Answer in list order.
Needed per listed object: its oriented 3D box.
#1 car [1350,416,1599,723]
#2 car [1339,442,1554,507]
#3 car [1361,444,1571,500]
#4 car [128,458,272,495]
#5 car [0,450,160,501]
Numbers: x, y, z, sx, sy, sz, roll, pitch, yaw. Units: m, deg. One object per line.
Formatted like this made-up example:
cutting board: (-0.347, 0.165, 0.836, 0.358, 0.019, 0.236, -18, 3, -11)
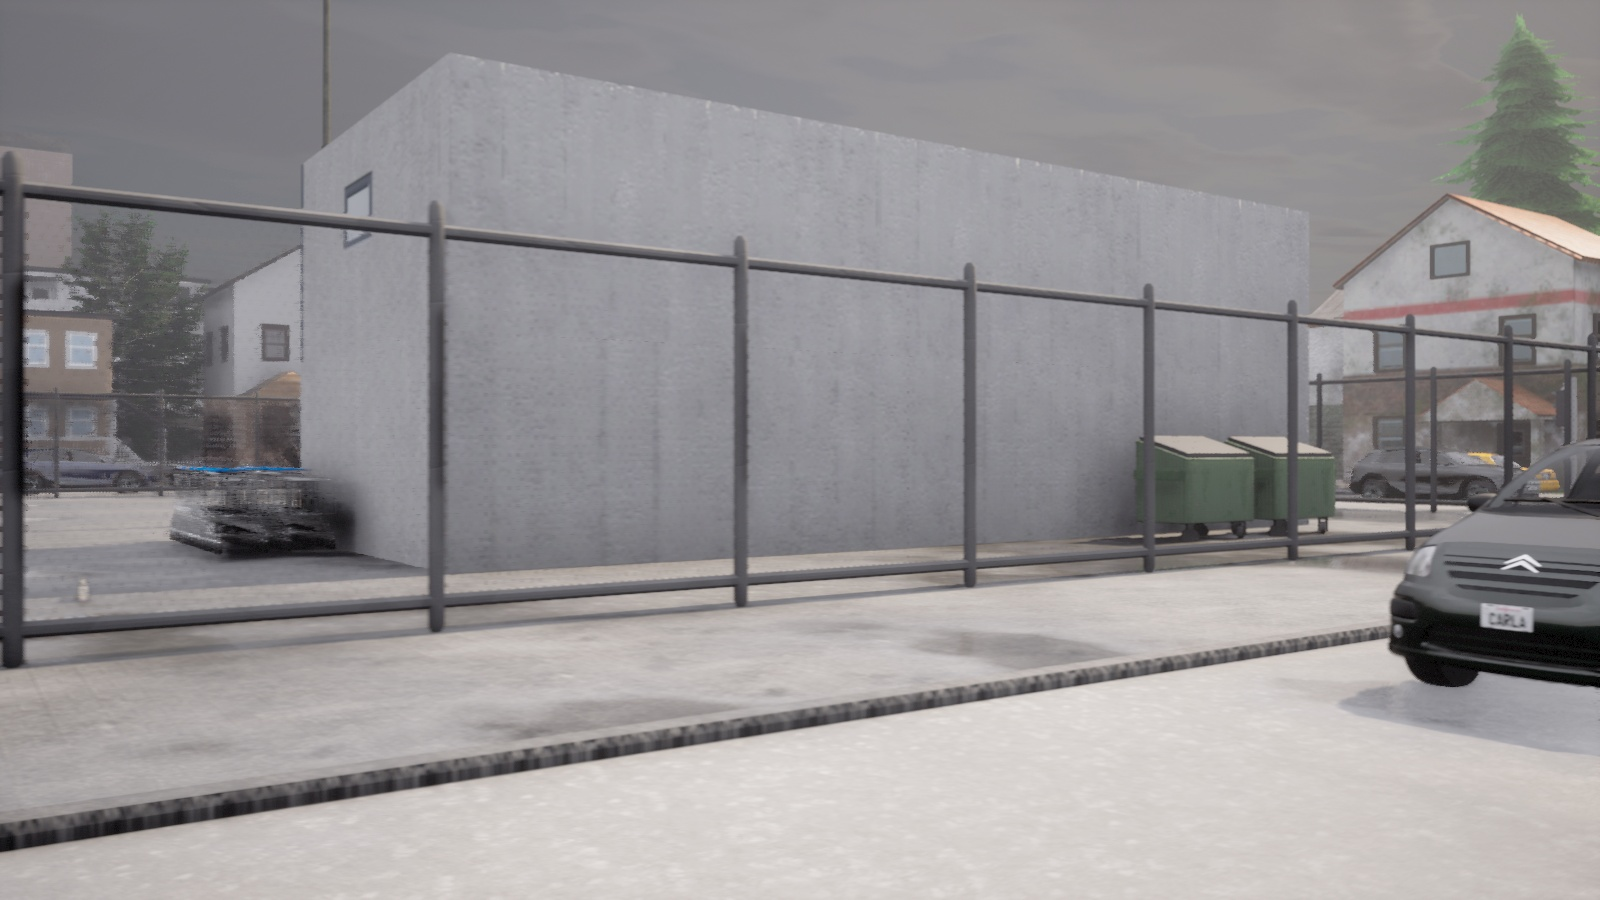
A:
car: (5.572, 0.628, 8.155, 3.988, 1.617, 1.851, 0, 0, -35)
car: (17.617, 0.633, 34.435, 2.033, 1.649, 4.856, 0, 0, -34)
car: (20.011, 0.634, 38.001, 1.801, 1.575, 5.366, 0, 0, -35)
car: (-23.050, 0.990, 48.318, 4.718, 1.301, 1.895, 0, 0, -35)
car: (-24.482, 0.820, 42.473, 4.856, 1.649, 2.033, 0, 0, -34)
